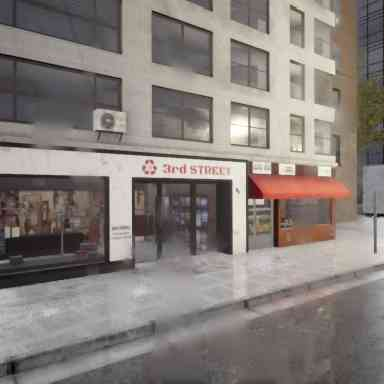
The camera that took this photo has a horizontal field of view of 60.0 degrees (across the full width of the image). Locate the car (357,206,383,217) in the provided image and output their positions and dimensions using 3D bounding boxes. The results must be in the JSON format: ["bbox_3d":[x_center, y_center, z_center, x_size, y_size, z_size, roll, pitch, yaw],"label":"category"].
[{"bbox_3d":[16.991,1.600,28.755,2.033,1.411,5.357,0,0,-34],"label":"car"}]
